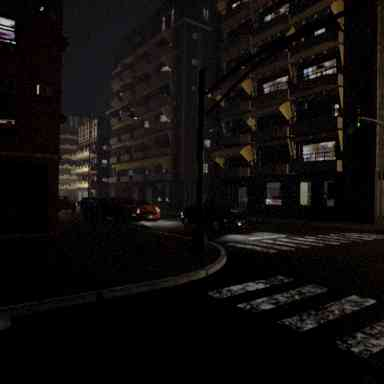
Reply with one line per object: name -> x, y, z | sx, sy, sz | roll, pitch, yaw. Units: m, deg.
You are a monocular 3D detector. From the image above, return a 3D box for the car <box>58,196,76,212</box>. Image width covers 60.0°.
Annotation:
car -> -15.209, 1.368, 39.091 | 2.192, 1.841, 5.009 | 1, -1, -35

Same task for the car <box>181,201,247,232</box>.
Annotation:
car -> 1.190, 1.527, 20.251 | 1.837, 1.490, 4.892 | 1, -1, -36

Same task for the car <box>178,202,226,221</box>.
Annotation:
car -> 0.785, 1.685, 30.130 | 1.752, 1.417, 4.829 | 1, -1, -35

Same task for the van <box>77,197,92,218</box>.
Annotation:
van -> -8.766, 1.354, 29.990 | 1.690, 1.788, 3.998 | 1, -1, -35

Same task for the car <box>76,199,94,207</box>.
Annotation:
car -> -18.448, 1.866, 57.293 | 1.802, 1.307, 4.206 | 1, -1, -35

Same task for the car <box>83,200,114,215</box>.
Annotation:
car -> -10.250, 1.650, 36.360 | 1.994, 1.385, 4.181 | 1, -1, -35

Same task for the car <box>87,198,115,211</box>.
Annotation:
car -> -12.096, 1.652, 44.045 | 1.882, 1.535, 5.008 | 1, -1, -35

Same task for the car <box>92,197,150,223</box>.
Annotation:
car -> -5.543, 1.309, 25.439 | 2.192, 1.841, 5.009 | 1, -1, -35

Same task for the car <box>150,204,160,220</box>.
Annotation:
car -> -4.540, 1.404, 28.296 | 2.097, 1.767, 4.553 | 1, -1, -35
